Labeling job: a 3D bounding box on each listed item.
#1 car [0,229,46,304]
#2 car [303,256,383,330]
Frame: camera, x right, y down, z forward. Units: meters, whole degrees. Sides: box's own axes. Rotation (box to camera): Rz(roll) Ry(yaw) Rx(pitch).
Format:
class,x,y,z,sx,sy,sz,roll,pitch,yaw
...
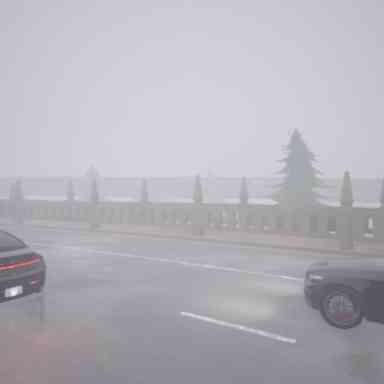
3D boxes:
class,x,y,z,sx,sy,sz,roll,pitch,yaw
car,-5.157,1.464,6.988,4.892,1.490,1.837,0,0,31
car,4.161,1.498,5.160,4.674,1.442,1.812,0,0,36
